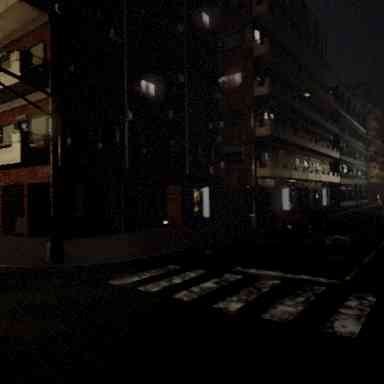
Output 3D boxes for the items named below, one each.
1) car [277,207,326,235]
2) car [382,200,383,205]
[{"bbox_3d":[6.390,1.555,19.116,1.887,1.381,4.507,-1,0,36],"label":"car"},{"bbox_3d":[32.017,1.383,53.797,1.947,1.339,4.313,-1,-1,36],"label":"car"}]
